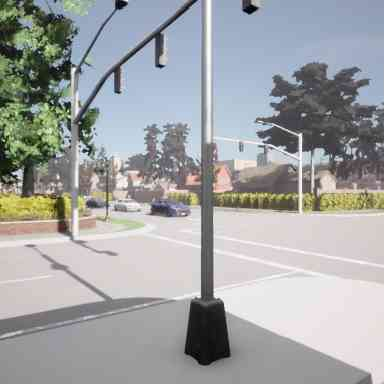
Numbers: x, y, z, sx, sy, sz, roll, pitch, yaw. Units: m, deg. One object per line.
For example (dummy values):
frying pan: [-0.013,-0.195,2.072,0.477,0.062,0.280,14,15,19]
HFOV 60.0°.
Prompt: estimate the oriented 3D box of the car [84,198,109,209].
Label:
car: [-13.174,1.547,46.360,2.033,1.411,5.357,0,0,-36]

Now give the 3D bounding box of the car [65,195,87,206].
car: [-19.019,1.354,54.456,2.097,1.767,4.553,0,0,-36]

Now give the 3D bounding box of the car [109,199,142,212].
car: [-7.543,1.526,38.577,1.812,1.442,4.674,0,0,-36]

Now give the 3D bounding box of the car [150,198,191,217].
car: [-2.061,1.351,30.999,2.097,1.767,4.553,0,0,-36]
